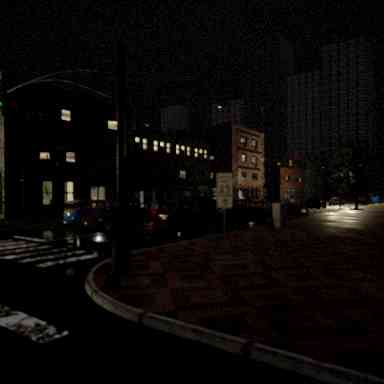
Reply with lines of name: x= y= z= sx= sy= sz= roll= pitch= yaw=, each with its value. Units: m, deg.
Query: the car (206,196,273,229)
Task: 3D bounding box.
car: x=3.233 y=1.370 z=22.371 sx=2.192 sy=1.841 sz=5.009 roll=-1 pitch=-1 yaw=35

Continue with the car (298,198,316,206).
car: x=21.946 y=1.820 z=63.270 sx=2.008 sy=1.369 sz=4.403 roll=-1 pitch=-1 yaw=35

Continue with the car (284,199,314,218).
car: x=9.622 y=1.660 z=31.384 sx=1.947 sy=1.339 sz=4.313 roll=-1 pitch=-1 yaw=35

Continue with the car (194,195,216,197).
car: x=1.021 y=1.319 z=29.257 sx=2.150 sy=2.045 sz=5.566 roll=0 pitch=0 yaw=35

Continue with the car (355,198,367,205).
car: x=31.979 y=1.804 z=62.934 sx=2.008 sy=1.369 sz=4.403 roll=-1 pitch=-1 yaw=35

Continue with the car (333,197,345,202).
car: x=37.915 y=1.941 z=85.806 sx=1.887 sy=1.381 sz=4.507 roll=-1 pitch=-1 yaw=35

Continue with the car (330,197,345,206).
car: x=25.267 y=1.832 z=57.935 sx=1.895 sy=1.301 sz=4.718 roll=0 pitch=0 yaw=36

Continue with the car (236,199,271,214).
car: x=7.064 y=1.613 z=37.766 sx=1.882 sy=1.535 sz=5.008 roll=0 pitch=0 yaw=36

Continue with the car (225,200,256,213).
car: x=5.976 y=1.706 z=40.733 sx=2.008 sy=1.369 sz=4.403 roll=-1 pitch=-1 yaw=35

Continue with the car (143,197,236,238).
car: x=0.039 y=1.352 z=17.864 sx=2.192 sy=1.841 sz=5.009 roll=-1 pitch=-1 yaw=35

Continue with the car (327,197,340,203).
car: x=34.721 y=1.920 z=81.298 sx=2.008 sy=1.369 sz=4.403 roll=-1 pitch=-1 yaw=35

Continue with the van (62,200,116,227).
van: x=-6.800 y=1.418 z=22.707 sx=1.690 sy=1.788 sz=3.998 roll=-1 pitch=-1 yaw=35

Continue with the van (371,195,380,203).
van: x=44.753 y=1.697 z=80.966 sx=1.690 sy=1.788 sz=3.998 roll=-1 pitch=-1 yaw=35

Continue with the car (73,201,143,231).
car: x=-4.683 y=1.542 z=21.212 sx=1.882 sy=1.535 sz=5.008 roll=0 pitch=0 yaw=35

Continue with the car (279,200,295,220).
car: x=6.428 y=1.619 z=26.877 sx=1.887 sy=1.381 sz=4.507 roll=-1 pitch=-1 yaw=35

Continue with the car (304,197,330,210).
car: x=17.451 y=1.526 z=46.909 sx=2.097 sy=1.767 sz=4.553 roll=0 pitch=0 yaw=35

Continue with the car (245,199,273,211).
car: x=9.170 y=1.727 z=45.241 sx=2.008 sy=1.369 sz=4.403 roll=-1 pitch=-1 yaw=35

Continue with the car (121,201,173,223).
car: x=-3.606 y=1.535 z=27.213 sx=1.967 sy=1.590 sz=4.097 roll=-1 pitch=-1 yaw=35
